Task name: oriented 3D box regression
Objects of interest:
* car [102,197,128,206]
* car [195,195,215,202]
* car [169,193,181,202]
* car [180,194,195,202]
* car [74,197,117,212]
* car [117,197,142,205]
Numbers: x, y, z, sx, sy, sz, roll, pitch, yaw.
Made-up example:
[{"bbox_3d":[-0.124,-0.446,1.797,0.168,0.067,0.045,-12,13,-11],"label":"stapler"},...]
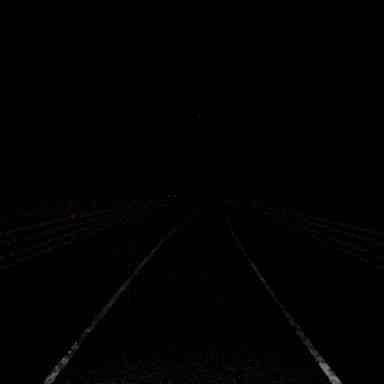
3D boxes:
[{"bbox_3d":[-12.191,1.482,52.981,1.895,1.301,4.718,0,0,20],"label":"car"},{"bbox_3d":[3.042,1.478,73.979,1.882,1.535,5.008,0,0,20],"label":"car"},{"bbox_3d":[-3.501,1.193,76.463,2.150,2.045,5.566,0,0,20],"label":"car"},{"bbox_3d":[-0.253,1.461,75.159,1.882,1.535,5.008,0,0,20],"label":"car"},{"bbox_3d":[-10.834,1.344,36.477,2.128,1.511,4.902,0,0,20],"label":"car"},{"bbox_3d":[-9.262,1.439,50.805,2.033,1.411,5.357,0,0,20],"label":"car"}]
